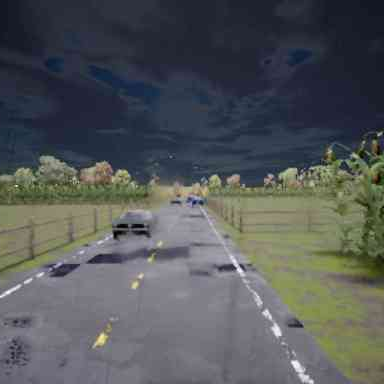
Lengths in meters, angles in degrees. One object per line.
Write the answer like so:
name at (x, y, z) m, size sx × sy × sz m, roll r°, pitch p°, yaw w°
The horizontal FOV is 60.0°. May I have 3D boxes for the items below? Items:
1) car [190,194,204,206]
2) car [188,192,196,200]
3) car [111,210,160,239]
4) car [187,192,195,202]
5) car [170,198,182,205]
car at (0.958, 1.528, 55.884) m, size 1.882 × 1.535 × 5.008 m, roll 0°, pitch 0°, yaw 0°
car at (-0.007, 1.083, 91.769) m, size 2.150 × 2.045 × 5.566 m, roll 0°, pitch 0°, yaw 0°
car at (-2.852, 1.622, 17.554) m, size 1.895 × 1.301 × 4.718 m, roll 0°, pitch 0°, yaw 0°
car at (-0.007, 1.387, 74.759) m, size 1.882 × 1.535 × 5.008 m, roll 0°, pitch 0°, yaw 0°
car at (-2.802, 1.652, 57.980) m, size 1.895 × 1.301 × 4.718 m, roll 0°, pitch 0°, yaw 1°
